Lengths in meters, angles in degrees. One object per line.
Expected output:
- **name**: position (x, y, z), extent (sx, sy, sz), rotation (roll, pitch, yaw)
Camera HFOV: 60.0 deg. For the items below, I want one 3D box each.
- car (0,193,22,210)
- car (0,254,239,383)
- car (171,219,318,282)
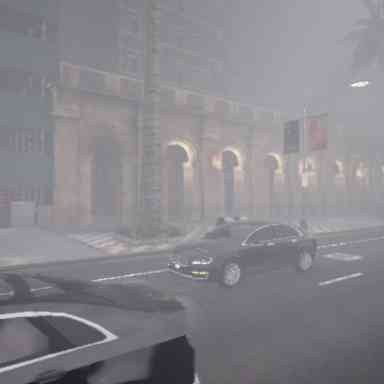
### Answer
- **car**: position (-15.065, 1.056, 23.605), extent (5.566, 2.045, 2.435), rotation (1, 0, -36)
- **car**: position (-2.221, 1.488, 2.391), extent (4.902, 1.511, 2.128), rotation (1, 0, -36)
- **car**: position (1.619, 1.576, 9.490), extent (4.892, 1.490, 1.837), rotation (1, 0, -36)
